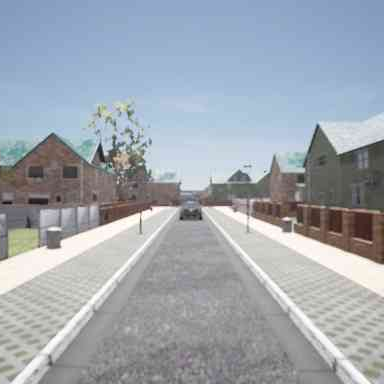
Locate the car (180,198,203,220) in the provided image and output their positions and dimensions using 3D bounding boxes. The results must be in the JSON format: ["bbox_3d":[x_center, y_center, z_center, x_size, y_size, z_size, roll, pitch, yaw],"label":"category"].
[{"bbox_3d":[-0.085,1.696,31.954,2.097,1.767,4.553,0,-1,0],"label":"car"}]
